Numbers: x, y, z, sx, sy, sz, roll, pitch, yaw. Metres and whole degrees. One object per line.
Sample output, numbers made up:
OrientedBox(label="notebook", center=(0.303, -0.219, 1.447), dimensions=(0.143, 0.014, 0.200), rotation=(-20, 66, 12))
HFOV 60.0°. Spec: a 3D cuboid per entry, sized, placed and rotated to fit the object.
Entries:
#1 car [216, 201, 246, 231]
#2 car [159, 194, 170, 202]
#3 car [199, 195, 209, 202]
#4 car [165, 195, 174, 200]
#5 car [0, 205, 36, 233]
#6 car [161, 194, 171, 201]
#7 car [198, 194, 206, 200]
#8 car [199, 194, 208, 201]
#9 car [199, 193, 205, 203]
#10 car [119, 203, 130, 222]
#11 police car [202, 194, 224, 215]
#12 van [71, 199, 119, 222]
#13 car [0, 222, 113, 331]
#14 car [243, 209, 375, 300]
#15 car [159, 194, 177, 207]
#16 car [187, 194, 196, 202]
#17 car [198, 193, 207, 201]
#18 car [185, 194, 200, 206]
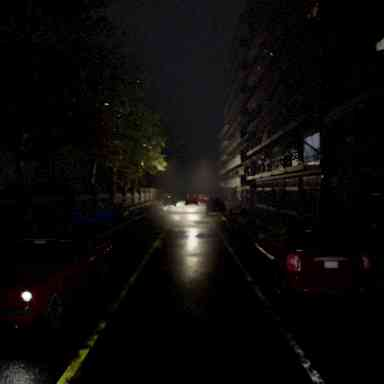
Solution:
OrientedBox(label="car", center=(2.651, 1.468, 19.759), dimensions=(1.752, 1.417, 4.829), rotation=(0, 0, 0))
OrientedBox(label="car", center=(-5.831, 1.279, 70.246), dimensions=(1.967, 1.590, 4.097), rotation=(0, 0, 0))
OrientedBox(label="car", center=(2.550, 1.384, 70.263), dimensions=(1.887, 1.381, 4.507), rotation=(0, 0, 0))
OrientedBox(label="car", center=(-5.863, 1.366, 87.136), dimensions=(2.008, 1.369, 4.403), rotation=(0, 0, 0))
OrientedBox(label="car", center=(-5.707, 1.289, 8.311), dimensions=(2.192, 1.841, 5.009), rotation=(0, 0, 0))
OrientedBox(label="car", center=(-5.842, 1.271, 75.874), dimensions=(1.967, 1.590, 4.097), rotation=(0, 0, 0))
OrientedBox(label="car", center=(2.517, 1.256, 87.153), dimensions=(1.967, 1.590, 4.097), rotation=(0, 0, 0))
OrientedBox(label="car", center=(2.539, 1.271, 75.892), dimensions=(1.967, 1.590, 4.097), rotation=(0, 0, 0))
OrientedBox(label="car", center=(2.562, 1.392, 64.632), dimensions=(1.887, 1.381, 4.507), rotation=(0, 0, 0))
OrientedBox(label="car", center=(-5.741, 1.511, 25.203), dimensions=(1.802, 1.307, 4.206), rotation=(0, 0, 0))
OrientedBox(label="police car", center=(2.300, 1.334, 33.350), dimensions=(1.930, 1.638, 5.238), rotation=(0, 0, 0))
OrientedBox(label="van", center=(-5.729, 1.284, 19.571), dimensions=(1.690, 1.788, 3.998), rotation=(0, 0, 0))
OrientedBox(label="car", center=(-3.112, 1.579, 6.945), dimensions=(1.895, 1.301, 4.718), rotation=(0, 0, 0))
OrientedBox(label="car", center=(2.673, 1.414, 8.328), dimensions=(1.967, 1.590, 4.097), rotation=(0, 0, 0))
OrientedBox(label="car", center=(-3.182, 1.422, 48.893), dimensions=(2.033, 1.411, 5.357), rotation=(0, 0, 0))
OrientedBox(label="car", center=(-0.137, 1.164, 69.546), dimensions=(1.882, 1.535, 5.008), rotation=(0, 0, 0))
OrientedBox(label="car", center=(2.527, 1.139, 81.522), dimensions=(2.192, 1.841, 5.009), rotation=(0, 0, 0))
OrientedBox(label="car", center=(-0.103, 1.347, 51.801), dimensions=(1.882, 1.535, 5.008), rotation=(0, 0, 0))
